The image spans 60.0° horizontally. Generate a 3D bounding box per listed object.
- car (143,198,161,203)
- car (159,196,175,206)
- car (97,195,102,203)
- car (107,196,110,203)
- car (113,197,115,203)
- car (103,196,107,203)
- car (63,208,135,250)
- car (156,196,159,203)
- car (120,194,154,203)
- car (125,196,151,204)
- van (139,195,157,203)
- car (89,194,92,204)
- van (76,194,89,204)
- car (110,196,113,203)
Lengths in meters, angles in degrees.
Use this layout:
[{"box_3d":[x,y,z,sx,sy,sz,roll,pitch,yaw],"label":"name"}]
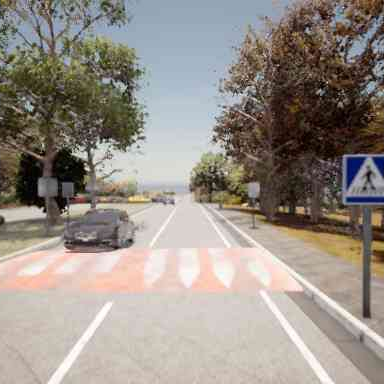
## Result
[{"box_3d":[-11.127,2.404,92.999,4.792,1.488,2.163,0,-2,-1],"label":"car"},{"box_3d":[-3.796,1.423,54.641,2.128,1.511,4.902,0,-1,0],"label":"car"},{"box_3d":[-24.088,1.881,76.448,4.892,1.521,2.231,0,-2,0],"label":"car"},{"box_3d":[-24.160,2.133,84.630,5.008,1.535,2.097,0,-2,0],"label":"car"},{"box_3d":[-24.208,2.310,90.293,4.892,1.521,2.231,0,-2,-1],"label":"car"},{"box_3d":[-24.111,1.926,81.990,4.553,1.767,2.185,0,-2,0],"label":"car"},{"box_3d":[-3.457,1.425,13.170,1.837,1.490,4.892,-1,-3,0],"label":"car"},{"box_3d":[-10.985,1.608,76.360,5.566,2.045,2.435,0,-2,0],"label":"car"},{"box_3d":[-10.732,1.562,65.269,5.366,1.575,1.946,0,-1,0],"label":"car"},{"box_3d":[-10.947,1.629,68.035,4.892,1.521,2.231,0,-1,0],"label":"car"},{"box_3d":[-11.202,1.891,84.682,4.442,1.987,1.878,0,-2,-1],"label":"van"},{"box_3d":[-24.074,1.466,70.922,5.566,2.045,2.435,0,-1,0],"label":"car"},{"box_3d":[-24.139,1.419,68.029,4.442,1.987,1.878,0,-1,0],"label":"van"},{"box_3d":[-24.185,2.223,87.524,5.008,1.535,2.097,0,-2,-1],"label":"car"}]
